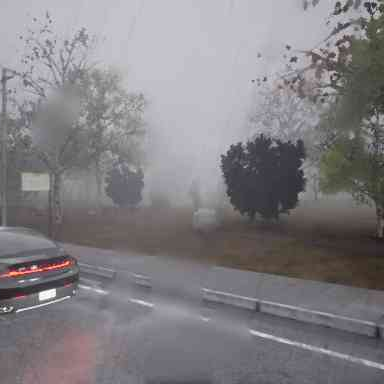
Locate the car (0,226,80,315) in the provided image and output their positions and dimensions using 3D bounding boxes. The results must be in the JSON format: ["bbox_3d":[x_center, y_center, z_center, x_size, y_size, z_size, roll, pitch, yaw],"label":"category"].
[{"bbox_3d":[-4.402,1.505,7.135,4.892,1.490,1.837,0,0,37],"label":"car"}]
